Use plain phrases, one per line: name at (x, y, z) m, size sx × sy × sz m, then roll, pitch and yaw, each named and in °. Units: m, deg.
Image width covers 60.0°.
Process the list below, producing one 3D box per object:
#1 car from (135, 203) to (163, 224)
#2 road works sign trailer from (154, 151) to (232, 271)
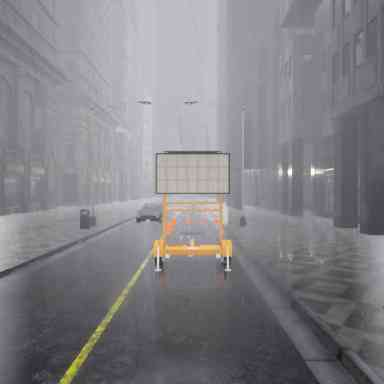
car at (-2.978, 1.564, 25.068) m, size 2.033 × 1.411 × 5.357 m, roll 0°, pitch 0°, yaw 0°
road works sign trailer at (0.024, 0.467, 10.876) m, size 2.380 × 3.560 × 2.880 m, roll 0°, pitch 0°, yaw 0°
